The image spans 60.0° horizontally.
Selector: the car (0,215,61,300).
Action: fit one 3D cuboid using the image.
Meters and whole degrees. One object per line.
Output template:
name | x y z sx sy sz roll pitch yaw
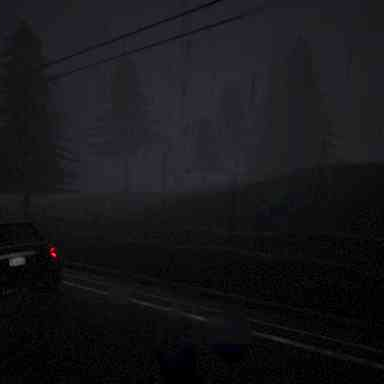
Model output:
car | -5.062 1.352 7.601 4.553 1.767 2.097 0 0 35
